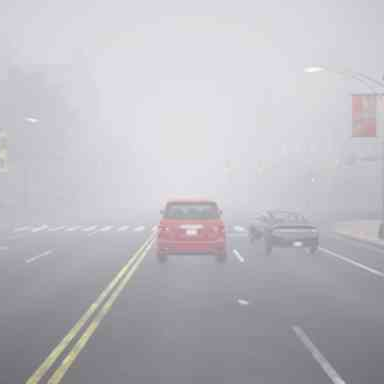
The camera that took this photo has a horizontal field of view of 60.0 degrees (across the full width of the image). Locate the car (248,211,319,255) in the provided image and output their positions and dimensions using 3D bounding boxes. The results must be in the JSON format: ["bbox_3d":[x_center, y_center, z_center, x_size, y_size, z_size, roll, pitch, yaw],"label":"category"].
[{"bbox_3d":[3.464,1.496,13.364,2.128,1.511,4.902,0,0,0],"label":"car"}]

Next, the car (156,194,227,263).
[{"bbox_3d":[-0.025,1.226,12.077,2.150,2.045,5.566,0,0,0],"label":"car"}]
